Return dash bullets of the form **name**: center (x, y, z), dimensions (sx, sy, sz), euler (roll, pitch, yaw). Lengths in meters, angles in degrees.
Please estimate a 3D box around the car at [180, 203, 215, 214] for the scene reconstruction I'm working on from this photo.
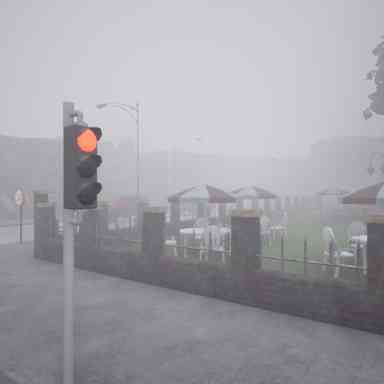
- **car**: center (0.394, 1.221, 35.726), dimensions (2.150, 2.045, 5.566), euler (0, 0, 34)

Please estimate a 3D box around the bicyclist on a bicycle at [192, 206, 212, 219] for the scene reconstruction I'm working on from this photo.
- **bicyclist on a bicycle**: center (0.664, 1.340, 21.467), dimensions (1.656, 1.620, 0.582), euler (0, 0, 36)

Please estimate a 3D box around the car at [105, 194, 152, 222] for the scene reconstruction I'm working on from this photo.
- **car**: center (-5.660, 1.221, 27.075), dimensions (2.150, 2.045, 5.566), euler (0, 0, 35)

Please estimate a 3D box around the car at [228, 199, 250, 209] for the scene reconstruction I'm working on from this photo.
- **car**: center (6.646, 1.527, 43.584), dimensions (4.674, 1.442, 1.812), euler (0, 0, -43)
